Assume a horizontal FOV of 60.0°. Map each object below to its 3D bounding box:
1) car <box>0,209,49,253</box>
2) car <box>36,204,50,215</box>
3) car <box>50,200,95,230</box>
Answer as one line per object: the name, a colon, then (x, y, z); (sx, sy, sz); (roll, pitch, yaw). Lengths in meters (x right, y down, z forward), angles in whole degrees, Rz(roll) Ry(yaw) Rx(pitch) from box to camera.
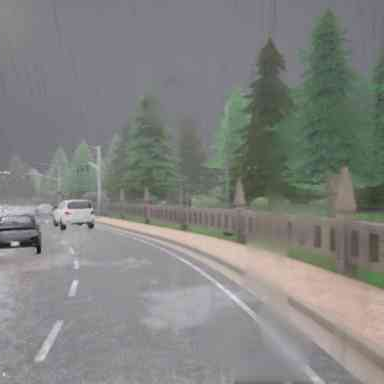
car: (-7.549, 1.730, 14.422); (2.128, 1.511, 4.902); (0, -1, -25)
car: (-17.084, 2.127, 38.848); (1.812, 1.442, 4.674); (0, -1, -30)
car: (-8.610, 1.574, 24.142); (2.150, 2.045, 5.566); (0, -1, -30)
